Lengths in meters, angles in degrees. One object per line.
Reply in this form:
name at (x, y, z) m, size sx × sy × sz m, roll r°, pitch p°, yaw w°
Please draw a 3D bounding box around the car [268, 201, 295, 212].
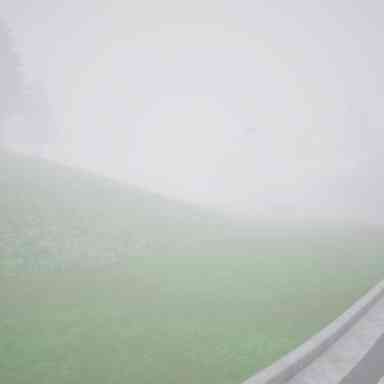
car at (12.885, 2.041, 48.398) m, size 1.882 × 1.535 × 5.008 m, roll 0°, pitch 0°, yaw -17°
